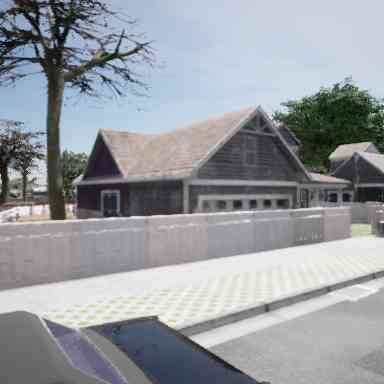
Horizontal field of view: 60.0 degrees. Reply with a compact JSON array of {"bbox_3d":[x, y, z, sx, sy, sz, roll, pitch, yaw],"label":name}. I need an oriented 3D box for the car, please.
[{"bbox_3d":[-1.791,1.601,1.785,4.718,1.301,1.895,0,0,-36],"label":"car"}]
